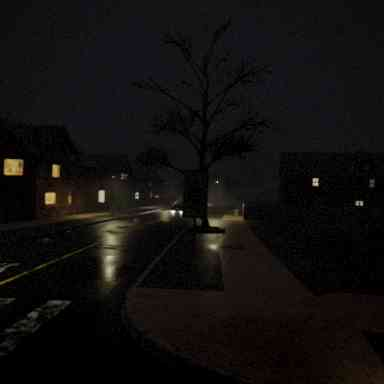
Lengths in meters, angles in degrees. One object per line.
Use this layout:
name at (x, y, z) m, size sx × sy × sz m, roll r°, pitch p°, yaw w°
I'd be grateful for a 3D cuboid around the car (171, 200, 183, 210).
car at (-1.543, 1.902, 47.933) m, size 2.033 × 1.411 × 5.357 m, roll 2°, pitch 0°, yaw 9°
